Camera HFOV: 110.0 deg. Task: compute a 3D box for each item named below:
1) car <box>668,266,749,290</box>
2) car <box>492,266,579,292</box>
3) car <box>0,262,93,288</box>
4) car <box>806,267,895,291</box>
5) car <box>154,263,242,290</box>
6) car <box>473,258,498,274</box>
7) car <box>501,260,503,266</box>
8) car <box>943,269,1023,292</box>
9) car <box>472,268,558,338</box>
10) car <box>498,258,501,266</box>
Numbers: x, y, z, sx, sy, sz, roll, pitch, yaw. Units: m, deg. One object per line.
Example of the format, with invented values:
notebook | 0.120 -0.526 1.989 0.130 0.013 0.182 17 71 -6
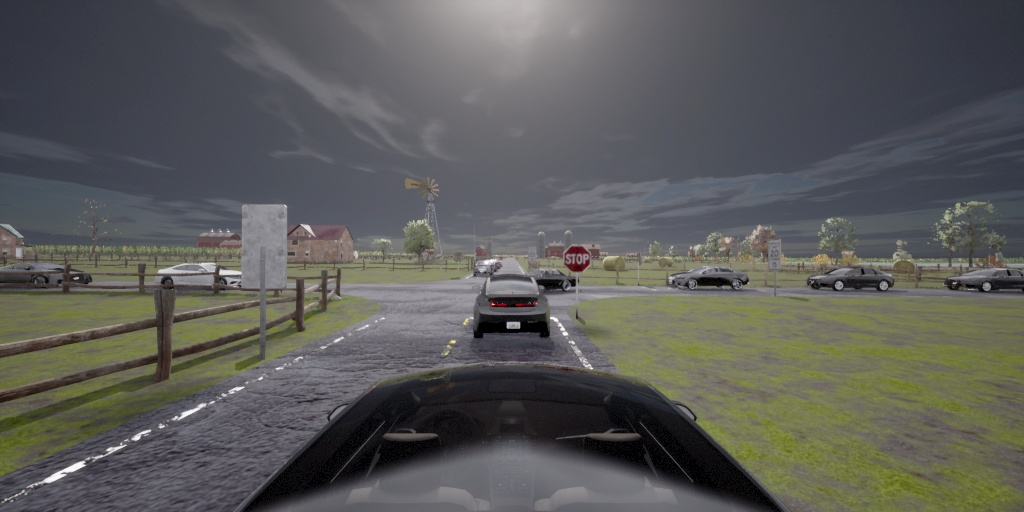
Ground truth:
car | 12.797 1.397 23.468 4.902 1.511 2.128 1 -1 -2
car | 1.499 1.369 20.239 4.718 1.301 1.895 1 0 -35
car | -26.364 1.048 20.027 4.181 1.385 1.994 1 -1 -1
car | 22.199 1.499 23.639 4.892 1.490 1.837 1 -1 -1
car | -17.244 1.103 20.149 4.674 1.442 1.812 1 -1 -1
car | -2.860 1.243 36.879 2.128 1.511 4.902 0 0 0
car | -2.823 1.240 55.867 2.128 1.511 4.902 0 0 0
car | 31.702 1.587 23.760 4.892 1.490 1.837 1 -1 -1
car | -0.074 1.256 10.193 1.837 1.490 4.892 0 0 -3
car | -2.853 1.241 46.325 2.128 1.511 4.902 0 0 0
